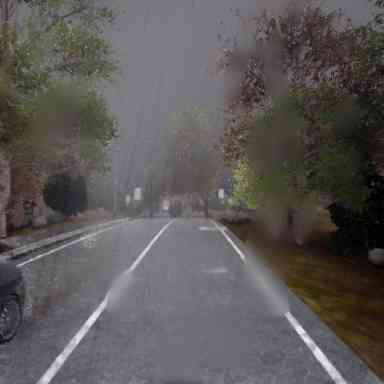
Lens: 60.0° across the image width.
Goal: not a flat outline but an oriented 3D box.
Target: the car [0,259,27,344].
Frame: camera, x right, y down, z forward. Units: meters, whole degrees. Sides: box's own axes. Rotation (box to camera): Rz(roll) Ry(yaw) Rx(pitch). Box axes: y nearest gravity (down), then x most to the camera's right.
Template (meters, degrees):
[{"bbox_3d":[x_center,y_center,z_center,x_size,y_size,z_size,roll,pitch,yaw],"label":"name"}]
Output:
[{"bbox_3d":[-3.599,1.519,3.668,1.812,1.442,4.674,0,0,0],"label":"car"}]

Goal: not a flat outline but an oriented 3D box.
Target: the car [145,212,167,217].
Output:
[{"bbox_3d":[-8.686,5.711,81.774,5.357,1.411,2.033,3,-5,-21],"label":"car"}]
